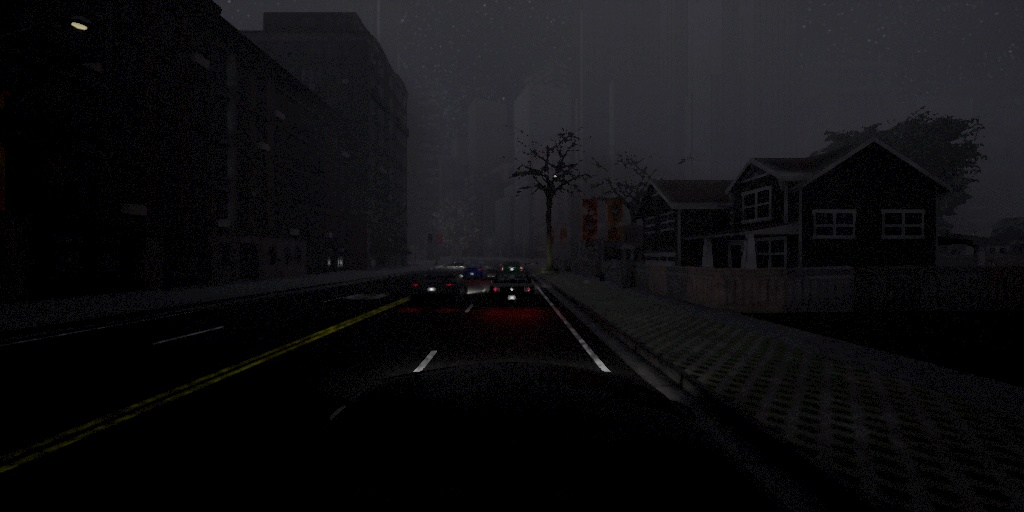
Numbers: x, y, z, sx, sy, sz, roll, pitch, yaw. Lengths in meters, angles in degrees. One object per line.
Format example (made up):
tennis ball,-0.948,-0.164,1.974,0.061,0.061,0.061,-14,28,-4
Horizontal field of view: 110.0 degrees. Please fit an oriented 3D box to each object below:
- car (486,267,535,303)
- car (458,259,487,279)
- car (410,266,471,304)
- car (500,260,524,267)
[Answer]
car,0.000,1.362,16.530,1.895,1.301,4.718,0,0,0
car,-3.250,1.267,31.500,1.812,1.442,4.674,0,0,0
car,-3.250,1.318,16.500,1.994,1.385,4.181,0,0,0
car,0.000,1.100,31.469,2.097,1.767,4.553,0,0,0
